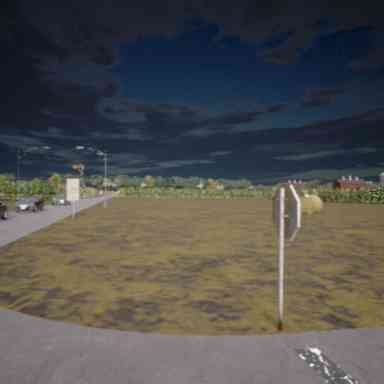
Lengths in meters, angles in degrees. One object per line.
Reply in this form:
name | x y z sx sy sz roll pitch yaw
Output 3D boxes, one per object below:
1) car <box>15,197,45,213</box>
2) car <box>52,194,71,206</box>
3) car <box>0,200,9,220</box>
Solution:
car | -16.121 1.217 33.232 2.128 1.511 4.902 0 0 -11
car | -19.285 1.064 49.218 2.097 1.767 4.553 0 0 -11
car | -13.900 1.251 22.297 1.837 1.490 4.892 0 0 -11
